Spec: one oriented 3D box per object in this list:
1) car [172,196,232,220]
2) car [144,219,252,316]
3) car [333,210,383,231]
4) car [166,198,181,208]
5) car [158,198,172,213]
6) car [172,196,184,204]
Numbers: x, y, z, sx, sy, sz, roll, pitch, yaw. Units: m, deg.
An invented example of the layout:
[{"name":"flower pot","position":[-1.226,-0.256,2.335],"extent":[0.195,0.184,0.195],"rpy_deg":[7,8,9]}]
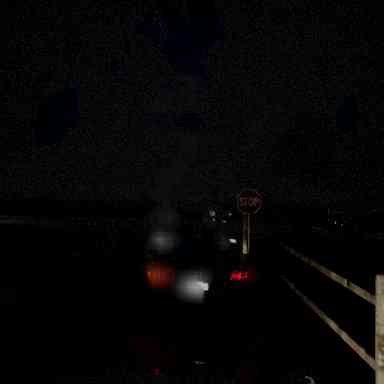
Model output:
[{"name":"car","position":[0.880,1.436,24.771],"extent":[2.097,1.767,4.553],"rpy_deg":[1,1,-38]},{"name":"car","position":[0.111,1.567,7.613],"extent":[1.994,1.385,4.181],"rpy_deg":[0,0,0]},{"name":"car","position":[12.641,2.058,23.786],"extent":[4.892,1.490,1.837],"rpy_deg":[2,0,-2]},{"name":"car","position":[-2.727,1.603,49.704],"extent":[1.994,1.385,4.181],"rpy_deg":[0,0,0]},{"name":"car","position":[-2.766,1.516,37.462],"extent":[2.128,1.511,4.902],"rpy_deg":[0,0,0]},{"name":"car","position":[-2.657,1.558,64.869],"extent":[2.128,1.511,4.902],"rpy_deg":[0,0,1]}]
